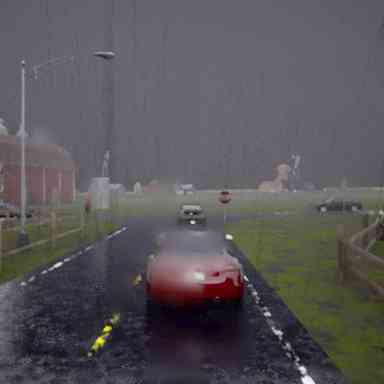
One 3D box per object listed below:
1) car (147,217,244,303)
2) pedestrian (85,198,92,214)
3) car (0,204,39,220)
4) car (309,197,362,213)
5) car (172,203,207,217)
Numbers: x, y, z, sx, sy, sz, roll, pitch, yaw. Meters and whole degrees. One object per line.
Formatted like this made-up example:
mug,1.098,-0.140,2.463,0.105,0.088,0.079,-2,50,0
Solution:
car,0.091,1.564,8.269,1.994,1.385,4.181,0,0,1
pedestrian,-11.208,1.488,35.936,0.375,1.860,0.375,0,0,4
car,-17.012,1.792,30.490,5.357,1.411,2.033,-1,-1,5
car,14.204,1.229,32.999,5.008,1.535,1.882,-1,0,-4
car,-0.171,1.506,21.840,1.837,1.490,4.892,0,0,-5
